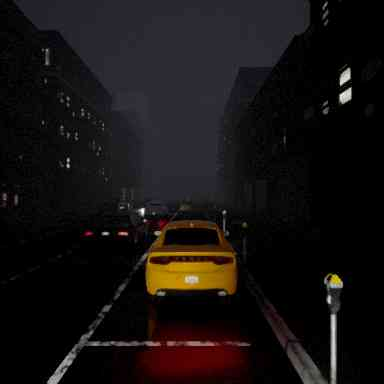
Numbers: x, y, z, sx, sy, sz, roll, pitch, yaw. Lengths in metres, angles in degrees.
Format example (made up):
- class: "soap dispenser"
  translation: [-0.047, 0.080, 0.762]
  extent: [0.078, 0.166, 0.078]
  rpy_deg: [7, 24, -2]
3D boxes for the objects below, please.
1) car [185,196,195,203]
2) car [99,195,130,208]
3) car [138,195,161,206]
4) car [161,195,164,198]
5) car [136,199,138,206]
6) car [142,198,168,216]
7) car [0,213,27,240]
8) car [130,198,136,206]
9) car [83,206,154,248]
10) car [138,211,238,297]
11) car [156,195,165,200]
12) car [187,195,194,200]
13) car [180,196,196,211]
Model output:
- class: "car"
  translation: [-0.453, 1.544, 70.970]
  extent: [2.008, 1.369, 4.403]
  rpy_deg: [0, 0, 0]
- class: "car"
  translation: [-8.833, 1.314, 37.157]
  extent: [2.192, 1.841, 5.009]
  rpy_deg: [0, 0, 0]
- class: "car"
  translation: [-6.146, 1.519, 48.615]
  extent: [2.128, 1.511, 4.902]
  rpy_deg: [0, 0, 0]
- class: "car"
  translation: [-8.834, 1.540, 87.882]
  extent: [2.008, 1.369, 4.403]
  rpy_deg: [0, 0, 0]
- class: "car"
  translation: [-8.834, 1.542, 48.430]
  extent: [1.887, 1.381, 4.507]
  rpy_deg: [0, 0, 0]
- class: "car"
  translation: [-3.145, 1.533, 29.614]
  extent: [1.812, 1.442, 4.674]
  rpy_deg: [0, 0, 0]
- class: "car"
  translation: [-8.835, 1.582, 14.612]
  extent: [1.802, 1.307, 4.206]
  rpy_deg: [0, 0, 0]
- class: "car"
  translation: [-8.834, 1.438, 42.793]
  extent: [1.967, 1.590, 4.097]
  rpy_deg: [0, 0, 0]
- class: "car"
  translation: [-3.145, 1.564, 14.614]
  extent: [2.033, 1.411, 5.357]
  rpy_deg: [0, 0, 0]
- class: "car"
  translation: [-0.005, 1.477, 8.649]
  extent: [1.882, 1.535, 5.008]
  rpy_deg: [0, 0, 0]
- class: "car"
  translation: [-8.834, 1.538, 93.519]
  extent: [2.008, 1.369, 4.403]
  rpy_deg: [0, 0, 0]
- class: "car"
  translation: [-0.452, 1.513, 93.685]
  extent: [1.752, 1.417, 4.829]
  rpy_deg: [0, 0, 0]
- class: "car"
  translation: [-0.454, 1.524, 37.323]
  extent: [1.752, 1.417, 4.829]
  rpy_deg: [0, 0, 0]
